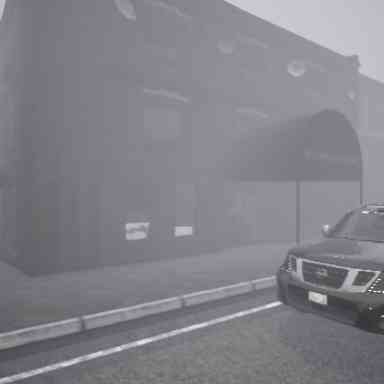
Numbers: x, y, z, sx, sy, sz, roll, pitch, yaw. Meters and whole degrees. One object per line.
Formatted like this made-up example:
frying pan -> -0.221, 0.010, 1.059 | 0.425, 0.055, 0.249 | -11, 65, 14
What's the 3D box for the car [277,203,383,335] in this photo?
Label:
car -> 4.158, 1.274, 6.665 | 5.566, 2.045, 2.150 | 0, 0, -36
